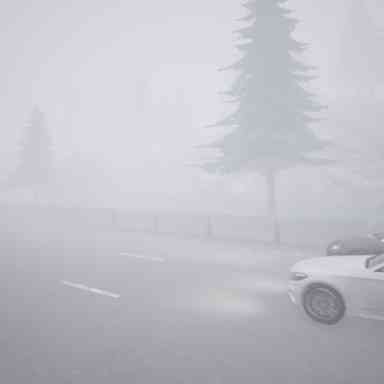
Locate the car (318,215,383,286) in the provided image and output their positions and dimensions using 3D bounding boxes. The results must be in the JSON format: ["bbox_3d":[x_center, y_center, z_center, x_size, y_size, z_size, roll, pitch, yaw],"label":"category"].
[{"bbox_3d":[5.988,1.493,8.320,4.902,1.511,2.128,0,0,35],"label":"car"}]

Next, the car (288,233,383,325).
[{"bbox_3d":[3.985,1.526,5.450,4.674,1.442,1.812,0,0,35],"label":"car"}]
